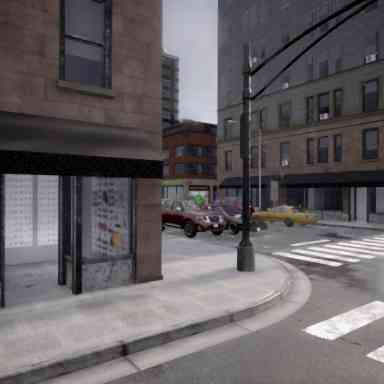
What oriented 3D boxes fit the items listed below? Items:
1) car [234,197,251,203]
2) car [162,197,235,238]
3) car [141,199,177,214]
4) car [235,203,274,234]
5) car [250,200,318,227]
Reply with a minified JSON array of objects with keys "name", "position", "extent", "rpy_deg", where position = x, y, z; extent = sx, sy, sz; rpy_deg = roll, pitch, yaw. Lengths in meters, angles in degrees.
[{"name":"car","position":[2.915,1.313,27.187],"extent":[2.192,1.841,5.009],"rpy_deg":[0,0,-36]},{"name":"car","position":[-0.322,1.285,17.909],"extent":[2.192,1.841,5.009],"rpy_deg":[0,0,-36]},{"name":"car","position":[-3.685,1.530,36.431],"extent":[1.887,1.381,4.507],"rpy_deg":[0,0,-36]},{"name":"car","position":[1.796,1.528,19.250],"extent":[2.033,1.411,5.357],"rpy_deg":[0,0,-38]},{"name":"car","position":[6.115,1.529,22.703],"extent":[1.752,1.417,4.829],"rpy_deg":[0,0,-36]}]
